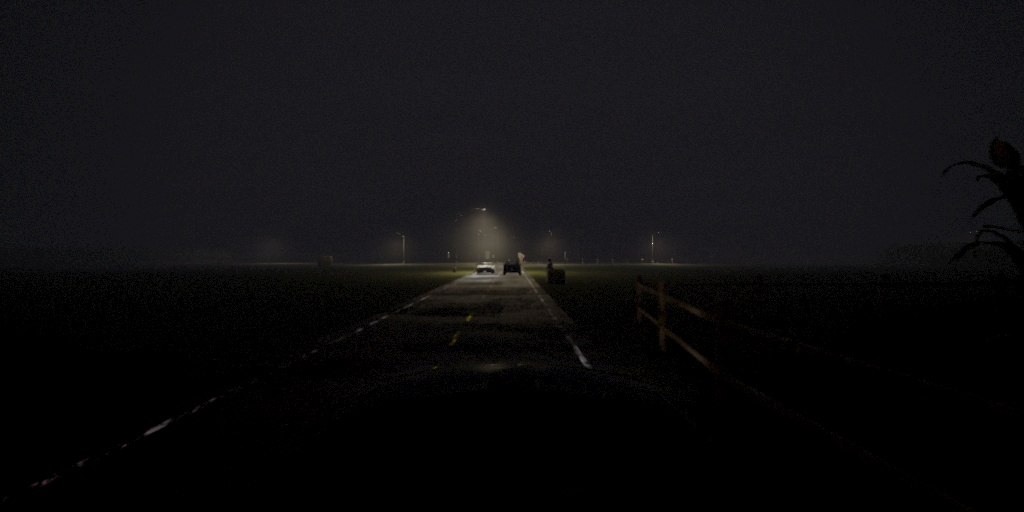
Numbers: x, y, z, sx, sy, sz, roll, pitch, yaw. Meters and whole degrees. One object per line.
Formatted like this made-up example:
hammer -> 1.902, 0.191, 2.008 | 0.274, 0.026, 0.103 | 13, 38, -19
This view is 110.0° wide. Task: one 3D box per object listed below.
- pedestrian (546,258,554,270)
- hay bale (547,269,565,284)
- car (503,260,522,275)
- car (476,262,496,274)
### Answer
pedestrian -> 2.815, 1.032, 26.653 | 0.375, 1.860, 0.375 | -1, 1, 1
hay bale -> 3.115, 1.395, 25.544 | 1.220, 1.180, 1.240 | 0, 0, 0
car -> 0.028, 1.213, 38.184 | 1.882, 1.535, 5.008 | 0, 0, 1
car -> -2.858, 1.336, 40.003 | 1.895, 1.301, 4.718 | 0, 0, 0
